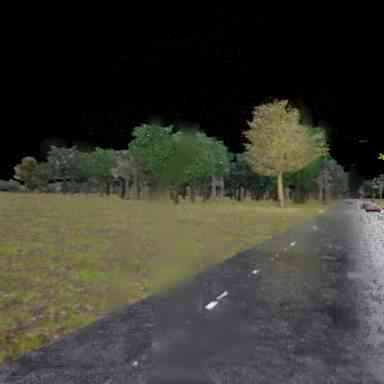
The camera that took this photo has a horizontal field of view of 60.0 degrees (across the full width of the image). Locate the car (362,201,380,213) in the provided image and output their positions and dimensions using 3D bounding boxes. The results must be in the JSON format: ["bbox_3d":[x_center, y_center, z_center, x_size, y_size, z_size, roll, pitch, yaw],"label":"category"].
[{"bbox_3d":[27.456,2.438,50.572,1.994,1.385,4.181,0,0,26],"label":"car"}]

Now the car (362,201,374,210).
[{"bbox_3d":[34.528,2.564,65.409,1.882,1.535,5.008,0,-1,26],"label":"car"}]
